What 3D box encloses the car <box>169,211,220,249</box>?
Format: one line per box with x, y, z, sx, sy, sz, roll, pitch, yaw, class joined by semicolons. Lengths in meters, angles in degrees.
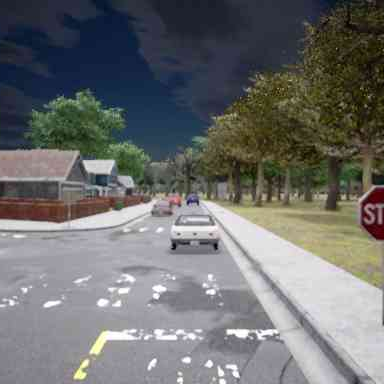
0.121;1.595;14.556;1.895;1.301;4.718;0;0;0;car

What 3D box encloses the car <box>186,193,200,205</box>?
0.160;1.255;57.489;2.150;2.045;5.566;0;0;1;car

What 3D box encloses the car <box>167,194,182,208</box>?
-2.733;1.243;49.358;2.150;2.045;5.566;0;0;0;car

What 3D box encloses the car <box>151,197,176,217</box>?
-2.787;1.525;31.857;1.812;1.442;4.674;0;0;0;car

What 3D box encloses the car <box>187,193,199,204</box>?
0.128;1.270;68.178;2.150;2.045;5.566;0;0;-2;car
